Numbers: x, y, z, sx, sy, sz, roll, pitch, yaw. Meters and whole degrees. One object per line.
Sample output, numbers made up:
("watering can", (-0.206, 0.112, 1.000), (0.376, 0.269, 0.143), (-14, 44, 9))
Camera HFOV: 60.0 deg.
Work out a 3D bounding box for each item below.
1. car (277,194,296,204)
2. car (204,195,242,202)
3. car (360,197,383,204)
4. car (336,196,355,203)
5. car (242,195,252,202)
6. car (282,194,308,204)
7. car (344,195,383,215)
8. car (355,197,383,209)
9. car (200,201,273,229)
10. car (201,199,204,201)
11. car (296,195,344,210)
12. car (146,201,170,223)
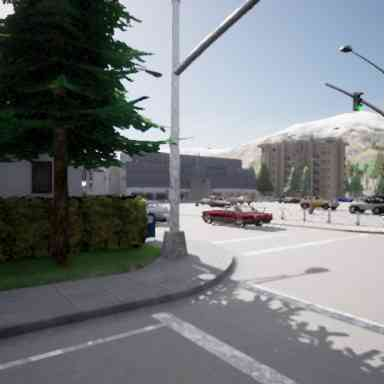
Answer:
("car", (18.410, 1.365, 64.464), (1.905, 1.878, 3.866), (0, 0, -36))
("car", (4.183, 1.461, 45.094), (2.007, 1.523, 4.514), (0, 0, -36))
("car", (37.597, 1.775, 69.508), (1.970, 1.475, 3.806), (0, 0, -36))
("car", (35.668, 1.780, 77.269), (1.845, 1.501, 3.633), (0, 0, -36))
("car", (8.038, 1.372, 56.973), (2.152, 1.636, 5.027), (0, 0, -36))
("car", (20.524, 1.402, 66.500), (1.932, 1.855, 4.605), (0, 0, -36))
("car", (17.615, 1.260, 32.740), (1.905, 1.878, 3.866), (0, 0, -36))
("car", (26.186, 1.568, 47.759), (2.007, 1.523, 4.514), (0, 0, -36))
("car", (2.666, 1.483, 20.954), (1.895, 1.301, 4.718), (0, 0, -37))
("car", (3.025, 1.415, 52.953), (1.970, 1.475, 3.806), (0, 0, -36))
("car", (15.673, 1.299, 41.043), (1.932, 1.855, 4.605), (0, 0, -36))
("car", (-2.829, 1.357, 22.247), (2.128, 1.511, 4.902), (0, 0, -36))
